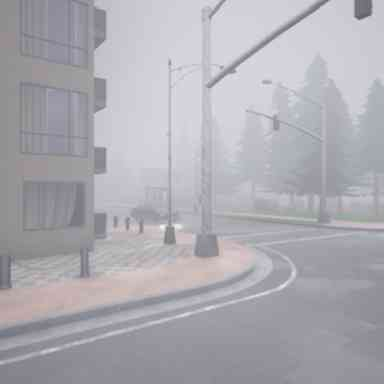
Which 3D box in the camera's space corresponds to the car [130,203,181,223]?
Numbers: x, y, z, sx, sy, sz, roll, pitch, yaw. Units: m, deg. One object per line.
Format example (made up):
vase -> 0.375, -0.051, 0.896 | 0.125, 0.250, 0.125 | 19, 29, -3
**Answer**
car -> -2.934, 1.530, 25.513 | 2.033, 1.411, 5.357 | 0, 0, -35
